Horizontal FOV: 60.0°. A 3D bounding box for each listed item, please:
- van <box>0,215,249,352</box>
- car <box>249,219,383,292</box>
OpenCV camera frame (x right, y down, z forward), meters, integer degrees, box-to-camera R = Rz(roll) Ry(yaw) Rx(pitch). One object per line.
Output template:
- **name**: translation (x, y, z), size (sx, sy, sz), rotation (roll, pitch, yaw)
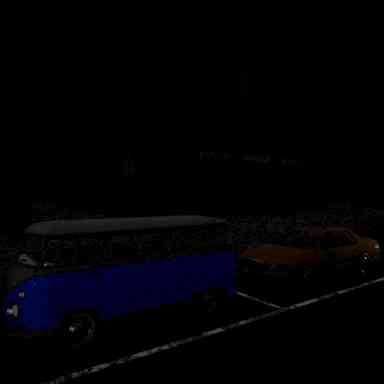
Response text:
- **van**: translation (-1.079, 1.341, 5.877), size (3.998, 1.788, 1.690), rotation (0, 0, -35)
- **car**: translation (3.216, 1.526, 8.927), size (4.829, 1.417, 1.752), rotation (0, 0, -35)
